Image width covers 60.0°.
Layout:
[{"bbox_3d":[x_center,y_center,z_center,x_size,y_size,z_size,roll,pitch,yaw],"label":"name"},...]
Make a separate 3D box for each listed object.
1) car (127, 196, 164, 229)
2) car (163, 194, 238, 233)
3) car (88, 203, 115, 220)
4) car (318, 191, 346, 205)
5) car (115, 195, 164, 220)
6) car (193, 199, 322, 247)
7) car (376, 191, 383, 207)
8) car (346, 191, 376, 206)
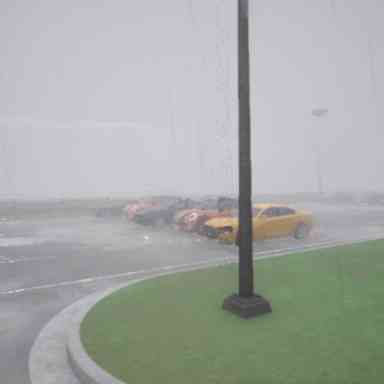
[{"bbox_3d":[-0.920,1.189,19.534,5.008,1.535,1.882,-1,1,-32],"label":"car"},{"bbox_3d":[1.205,1.077,16.729,4.553,1.767,2.097,-1,1,-32],"label":"car"},{"bbox_3d":[-5.287,1.289,25.066,4.718,1.301,1.895,-1,1,-32],"label":"car"},{"bbox_3d":[16.696,0.662,38.537,5.008,1.535,1.882,-1,1,-31],"label":"car"},{"bbox_3d":[-2.503,1.038,22.667,4.553,1.767,2.097,-1,1,-32],"label":"car"},{"bbox_3d":[2.773,1.228,13.586,5.008,1.535,1.882,-1,1,-32],"label":"car"},{"bbox_3d":[20.481,0.746,32.639,4.674,1.442,1.812,-1,1,-31],"label":"car"},{"bbox_3d":[19.501,0.673,36.147,4.902,1.511,2.128,-1,1,-31],"label":"car"}]
